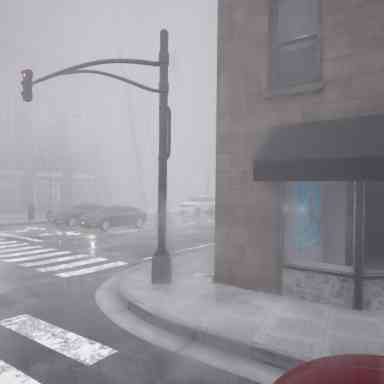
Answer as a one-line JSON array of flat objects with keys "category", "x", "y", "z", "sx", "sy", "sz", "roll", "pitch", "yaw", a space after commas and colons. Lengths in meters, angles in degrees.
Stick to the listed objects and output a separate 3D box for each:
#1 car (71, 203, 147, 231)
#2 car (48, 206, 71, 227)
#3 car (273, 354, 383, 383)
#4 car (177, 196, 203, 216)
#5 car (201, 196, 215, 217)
[{"category": "car", "x": -5.014, "y": 1.616, "z": 21.566, "sx": 1.837, "sy": 1.490, "sz": 4.892, "roll": 1, "pitch": 0, "yaw": 35}, {"category": "car", "x": -7.666, "y": 1.568, "z": 23.445, "sx": 1.837, "sy": 1.490, "sz": 4.892, "roll": 1, "pitch": 0, "yaw": 35}, {"category": "car", "x": 2.382, "y": 1.545, "z": 1.254, "sx": 4.507, "sy": 1.381, "sz": 1.887, "roll": 0, "pitch": 1, "yaw": 35}, {"category": "car", "x": 0.756, "y": 1.411, "z": 35.256, "sx": 2.150, "sy": 2.045, "sz": 5.566, "roll": 1, "pitch": 0, "yaw": 36}, {"category": "car", "x": 3.262, "y": 1.585, "z": 33.176, "sx": 2.097, "sy": 1.767, "sz": 4.553, "roll": 1, "pitch": 0, "yaw": 36}]
